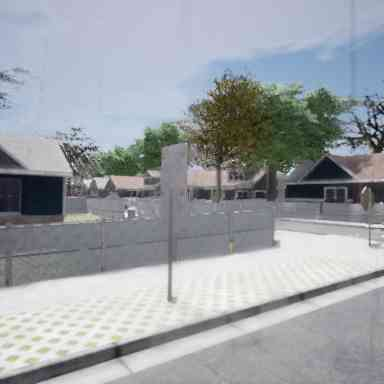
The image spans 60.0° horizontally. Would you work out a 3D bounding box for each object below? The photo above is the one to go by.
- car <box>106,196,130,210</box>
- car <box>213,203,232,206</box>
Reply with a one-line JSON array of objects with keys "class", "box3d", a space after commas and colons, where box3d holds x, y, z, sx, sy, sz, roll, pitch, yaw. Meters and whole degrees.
[{"class": "car", "box3d": [-9.527, 1.343, 41.570, 2.097, 1.767, 4.553, 2, -1, -35]}, {"class": "car", "box3d": [2.247, 1.511, 24.739, 1.994, 1.385, 4.181, 2, -1, -35]}]
